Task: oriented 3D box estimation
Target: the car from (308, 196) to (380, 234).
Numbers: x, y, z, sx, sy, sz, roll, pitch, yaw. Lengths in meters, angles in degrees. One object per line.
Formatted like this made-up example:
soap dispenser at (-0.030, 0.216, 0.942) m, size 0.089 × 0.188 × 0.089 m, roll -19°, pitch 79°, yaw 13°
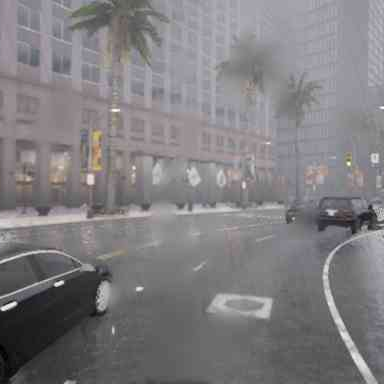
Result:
car at (9.374, 1.293, 20.128) m, size 2.150 × 2.045 × 5.566 m, roll 1°, pitch 0°, yaw 42°

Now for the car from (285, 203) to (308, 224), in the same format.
car at (8.520, 1.566, 24.350) m, size 1.837 × 1.490 × 4.892 m, roll 0°, pitch 0°, yaw 42°

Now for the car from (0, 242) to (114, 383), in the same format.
car at (-2.698, 1.478, 4.680) m, size 1.837 × 1.490 × 4.892 m, roll 0°, pitch 0°, yaw 9°
